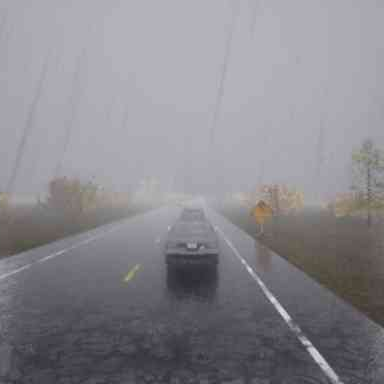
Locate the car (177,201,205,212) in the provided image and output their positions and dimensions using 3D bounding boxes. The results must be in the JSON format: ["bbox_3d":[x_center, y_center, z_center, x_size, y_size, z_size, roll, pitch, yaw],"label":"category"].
[{"bbox_3d":[0.093,1.824,28.461,2.128,1.511,4.902,0,-1,1],"label":"car"}]

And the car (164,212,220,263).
[{"bbox_3d":[0.020,1.694,12.518,2.033,1.411,5.357,0,-1,0],"label":"car"}]

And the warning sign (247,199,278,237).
[{"bbox_3d":[3.555,1.313,16.953,1.300,1.860,1.060,-1,-2,0],"label":"warning sign"}]

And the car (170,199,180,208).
[{"bbox_3d":[-3.108,2.117,65.154,2.097,1.767,4.553,0,-1,1],"label":"car"}]
